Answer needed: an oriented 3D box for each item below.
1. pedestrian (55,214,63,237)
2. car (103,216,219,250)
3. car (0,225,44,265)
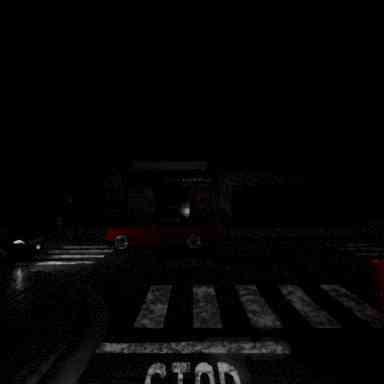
[{"bbox_3d":[-6.793,1.716,17.061,0.500,1.100,0.500,0,-1,0],"label":"pedestrian"},{"bbox_3d":[-1.265,1.677,14.118,4.718,1.301,1.895,-1,-1,0],"label":"car"},{"bbox_3d":[-7.492,1.600,11.205,4.674,1.442,1.812,-1,-1,1],"label":"car"}]
